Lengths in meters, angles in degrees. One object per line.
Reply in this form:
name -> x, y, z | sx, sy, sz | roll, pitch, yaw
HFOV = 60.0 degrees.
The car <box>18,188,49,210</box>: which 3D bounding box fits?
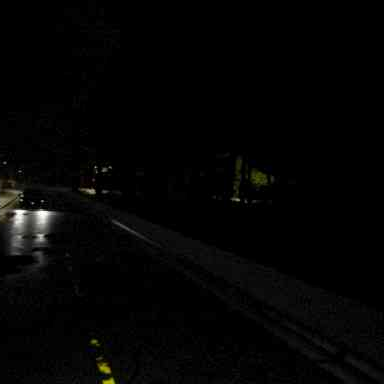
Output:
car -> -12.437, 0.499, 26.128 | 1.837, 1.490, 4.892 | 4, 0, -24
